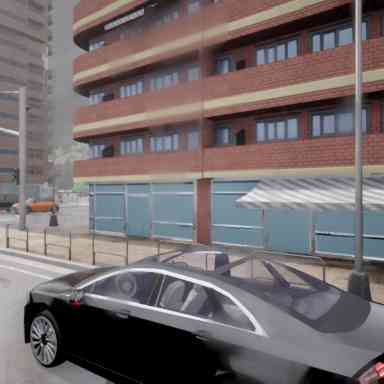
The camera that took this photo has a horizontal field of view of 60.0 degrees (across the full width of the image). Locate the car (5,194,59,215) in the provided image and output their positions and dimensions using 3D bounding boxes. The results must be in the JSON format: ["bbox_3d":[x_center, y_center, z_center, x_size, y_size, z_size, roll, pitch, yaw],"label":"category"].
[{"bbox_3d":[-16.249,1.352,34.471,2.097,1.767,4.553,0,0,36],"label":"car"}]

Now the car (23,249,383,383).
[{"bbox_3d":[-0.172,1.491,4.112,4.902,1.511,2.128,0,0,35],"label":"car"}]

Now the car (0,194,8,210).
[{"bbox_3d":[-20.174,1.221,35.029,2.150,2.045,5.566,0,0,35],"label":"car"}]
